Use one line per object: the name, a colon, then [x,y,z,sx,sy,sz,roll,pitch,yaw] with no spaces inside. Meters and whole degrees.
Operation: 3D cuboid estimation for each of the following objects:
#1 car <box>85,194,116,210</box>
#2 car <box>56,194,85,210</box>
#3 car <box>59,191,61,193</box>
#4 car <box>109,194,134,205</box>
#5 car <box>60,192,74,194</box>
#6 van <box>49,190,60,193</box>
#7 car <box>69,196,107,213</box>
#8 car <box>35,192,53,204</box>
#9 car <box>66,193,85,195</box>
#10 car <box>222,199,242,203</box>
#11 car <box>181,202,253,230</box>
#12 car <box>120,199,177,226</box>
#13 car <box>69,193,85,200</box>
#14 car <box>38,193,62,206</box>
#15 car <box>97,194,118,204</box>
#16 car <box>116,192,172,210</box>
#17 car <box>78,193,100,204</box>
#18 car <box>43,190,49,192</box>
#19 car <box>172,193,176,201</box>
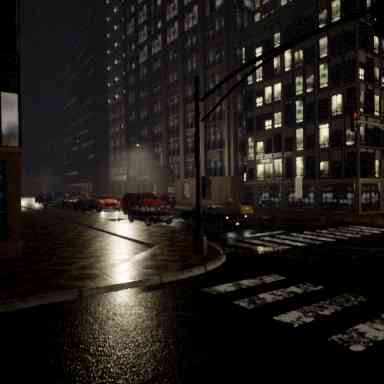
car: [-9.870,1.073,36.997,2.097,1.767,4.553,-1,1,-35]
car: [-13.750,1.288,38.059,2.008,1.369,4.403,-1,1,-35]
car: [-26.127,0.732,70.698,1.967,1.590,4.097,-1,1,-35]
car: [-10.087,1.091,47.498,1.887,1.381,4.507,-1,1,-35]
car: [-21.743,1.003,59.783,1.994,1.385,4.181,-1,1,-35]
van: [-32.542,0.530,79.977,1.690,1.788,3.998,-1,1,-35]
car: [-10.541,1.353,33.419,1.947,1.339,4.313,-1,1,-35]
car: [-23.375,1.131,51.984,1.887,1.381,4.507,-1,1,-35]
car: [-15.617,1.231,45.386,1.895,1.301,4.718,-1,1,-34]
car: [3.091,1.277,28.366,1.752,1.417,4.829,-1,1,-35]
car: [1.320,1.493,20.827,1.895,1.301,4.718,-1,1,-35]
car: [-2.896,1.454,22.408,2.008,1.369,4.403,-1,1,-35]
car: [-22.919,0.888,66.059,1.887,1.381,4.507,-1,1,-35]
car: [-20.167,1.219,47.343,1.802,1.307,4.206,-1,1,-35]
car: [-13.295,1.078,52.138,1.802,1.307,4.206,-1,1,-35]
car: [-4.267,1.029,28.876,2.150,2.045,5.566,-1,1,-34]
car: [-16.072,1.008,51.586,1.882,1.535,5.008,-1,1,-34]
car: [-35.750,0.687,84.620,2.008,1.369,4.403,-1,1,-35]
car: [-3.673,0.962,38.214,2.192,1.841,5.009,-1,1,-35]
